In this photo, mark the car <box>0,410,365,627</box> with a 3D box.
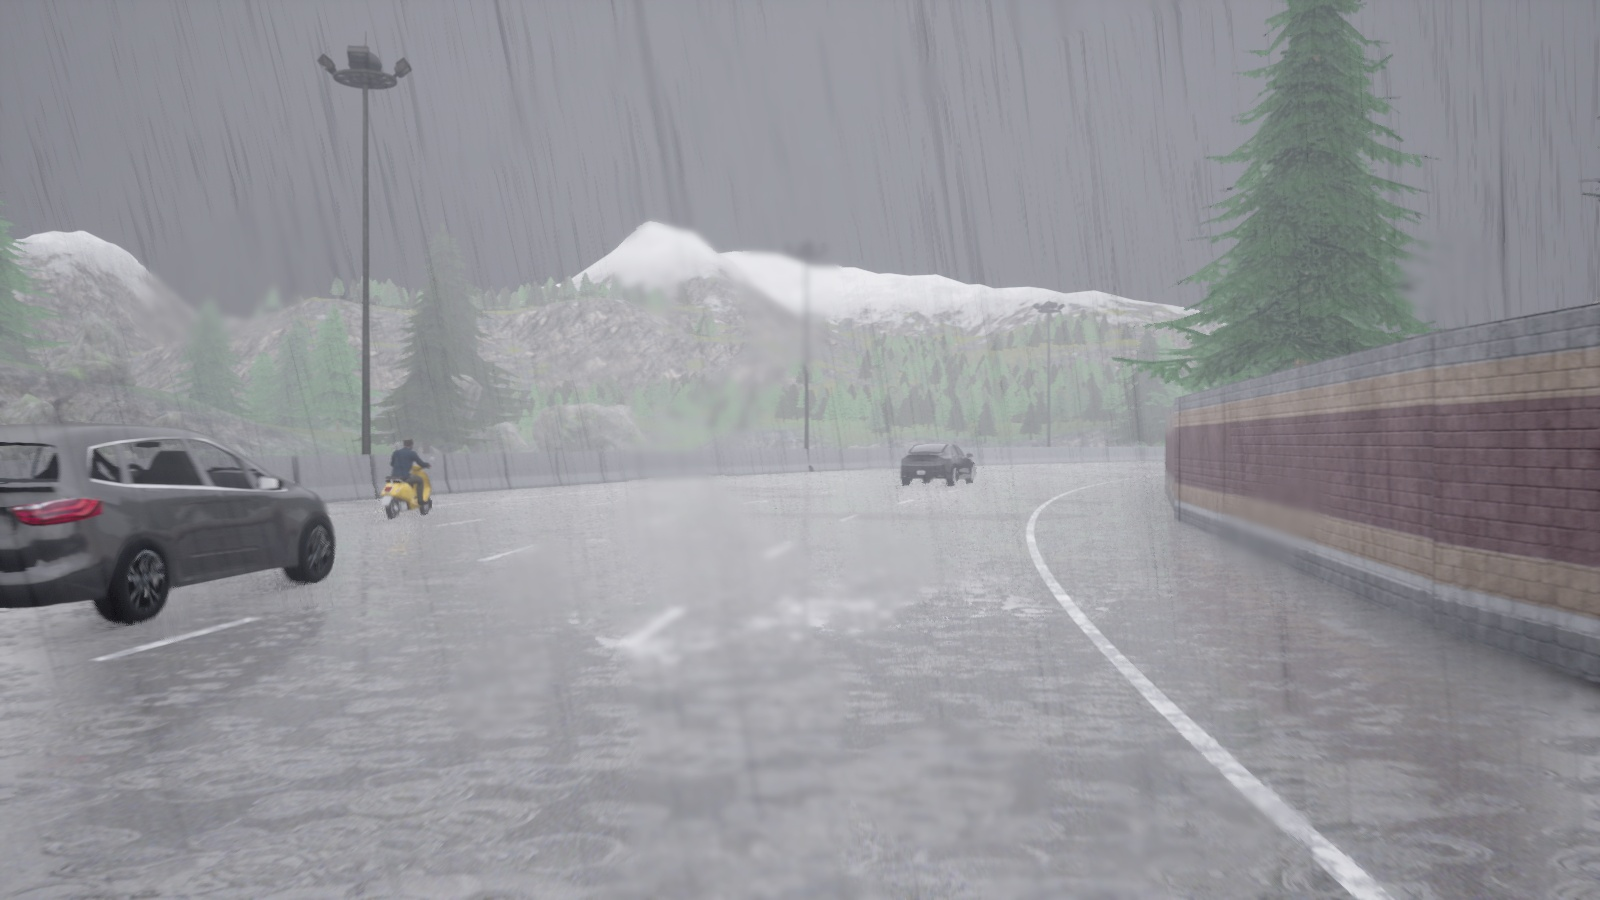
[{"bbox_3d":[-6.292,0.515,12.054,2.242,1.667,4.611,0,0,6],"label":"car"}]

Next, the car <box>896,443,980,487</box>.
[{"bbox_3d":[4.978,0.505,44.748,1.837,1.490,4.892,0,0,20],"label":"car"}]

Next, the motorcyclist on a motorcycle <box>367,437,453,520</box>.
[{"bbox_3d":[-7.798,0.548,25.183,0.866,1.590,1.817,1,0,11],"label":"motorcyclist on a motorcycle"}]
